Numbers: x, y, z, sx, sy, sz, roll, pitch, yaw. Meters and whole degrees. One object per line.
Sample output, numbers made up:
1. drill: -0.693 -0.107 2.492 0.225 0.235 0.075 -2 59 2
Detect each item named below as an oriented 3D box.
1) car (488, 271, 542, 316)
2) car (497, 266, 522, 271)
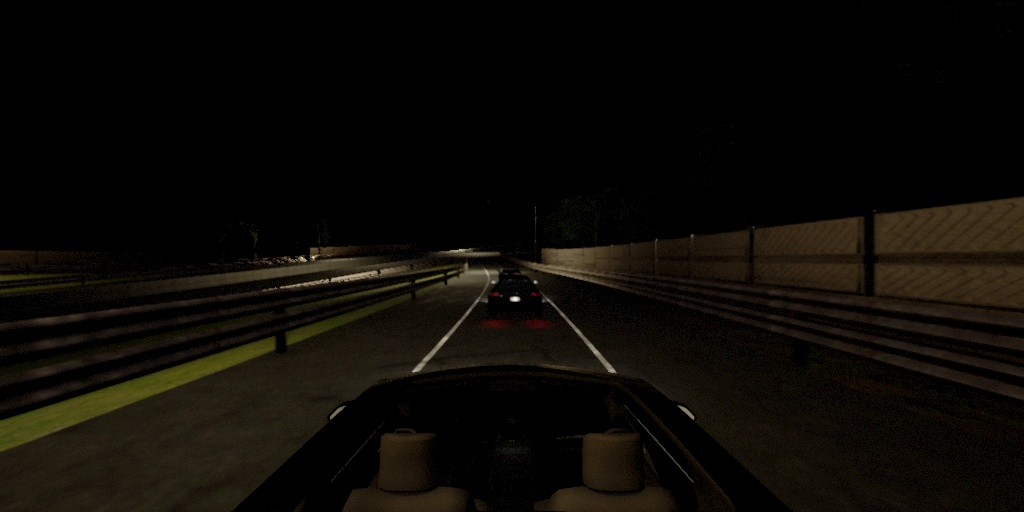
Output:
1. car: 0.110 1.460 14.234 1.994 1.385 4.181 0 -1 0
2. car: -0.210 1.556 28.961 2.128 1.511 4.902 0 -1 -2
